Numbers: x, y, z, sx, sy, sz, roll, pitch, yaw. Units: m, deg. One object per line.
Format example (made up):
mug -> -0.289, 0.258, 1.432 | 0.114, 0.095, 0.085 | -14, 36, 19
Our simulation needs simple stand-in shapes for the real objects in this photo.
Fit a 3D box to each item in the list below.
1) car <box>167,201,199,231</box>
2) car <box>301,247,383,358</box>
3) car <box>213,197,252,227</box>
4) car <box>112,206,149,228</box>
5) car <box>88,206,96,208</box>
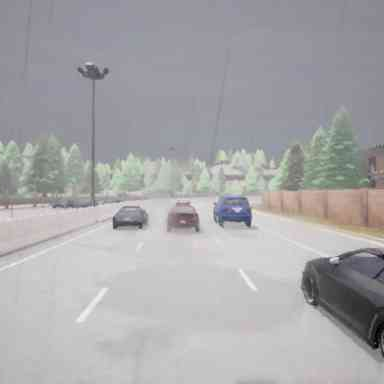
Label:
car -> -0.565, 1.577, 21.307 | 1.882, 1.535, 5.008 | 0, 0, -2
car -> 3.389, 1.603, 5.526 | 1.994, 1.385, 4.181 | 0, 0, -2
car -> 2.845, 1.346, 24.132 | 2.150, 2.045, 5.566 | 0, 0, -2
car -> -4.107, 1.657, 22.708 | 1.994, 1.385, 4.181 | 0, 0, -2
car -> -14.945, 1.650, 47.396 | 1.882, 1.535, 5.008 | 0, -1, 4
